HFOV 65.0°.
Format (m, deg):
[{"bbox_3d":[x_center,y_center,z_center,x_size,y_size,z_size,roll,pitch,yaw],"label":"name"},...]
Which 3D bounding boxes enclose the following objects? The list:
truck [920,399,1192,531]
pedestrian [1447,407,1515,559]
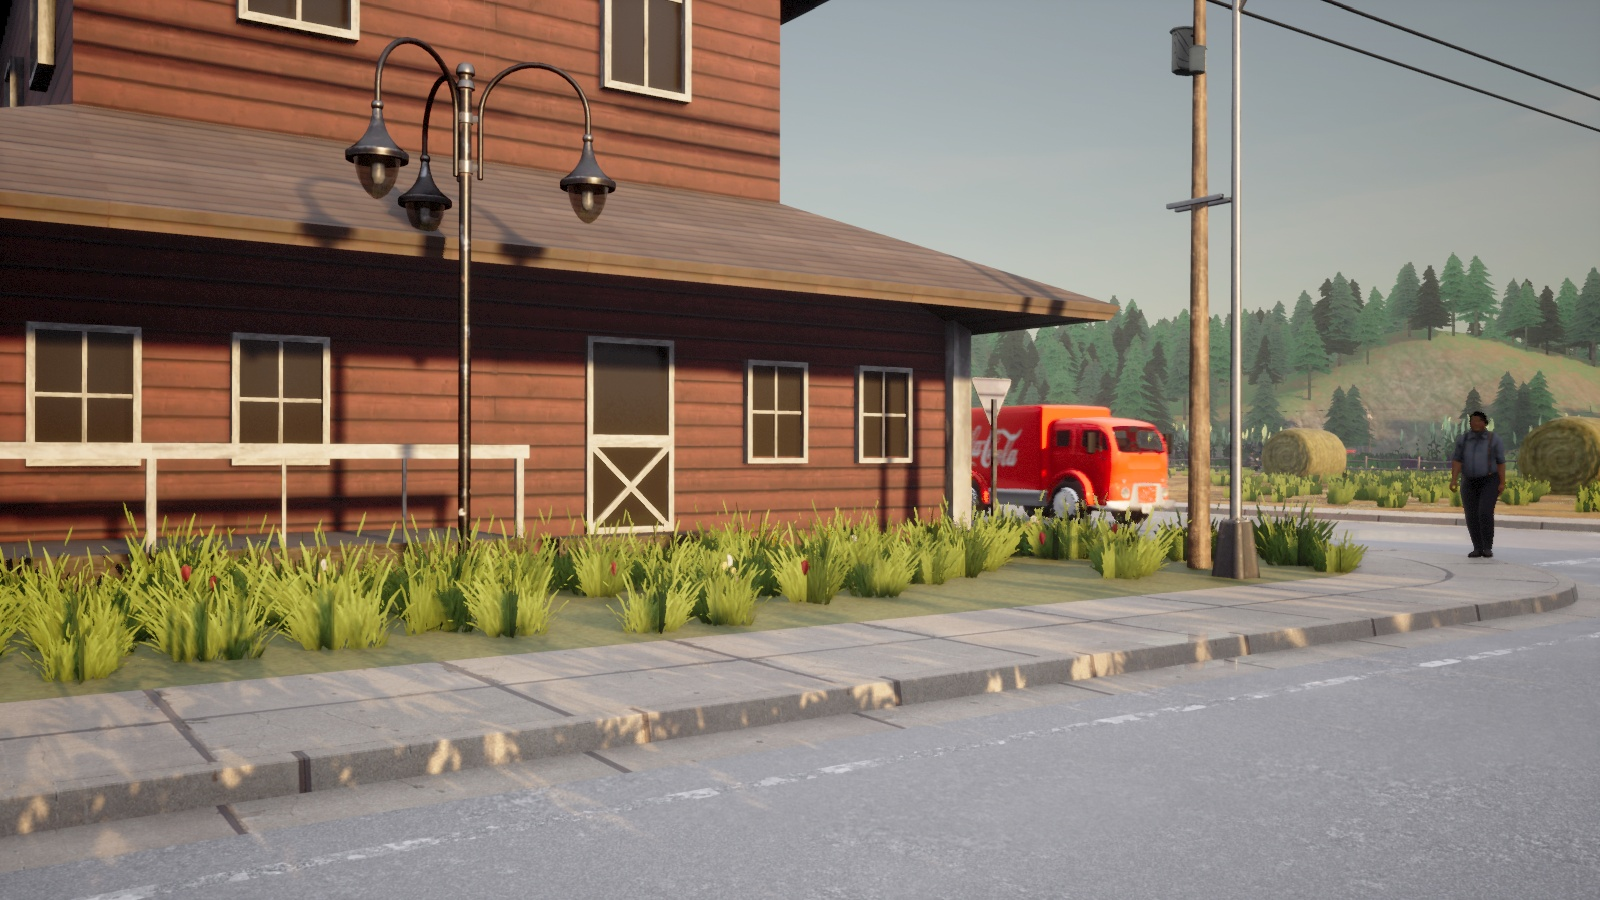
[{"bbox_3d":[5.257,0.283,26.490,2.627,2.467,5.204,0,0,-36],"label":"truck"},{"bbox_3d":[8.475,0.400,15.625,0.694,1.848,0.540,0,0,-42],"label":"pedestrian"}]
